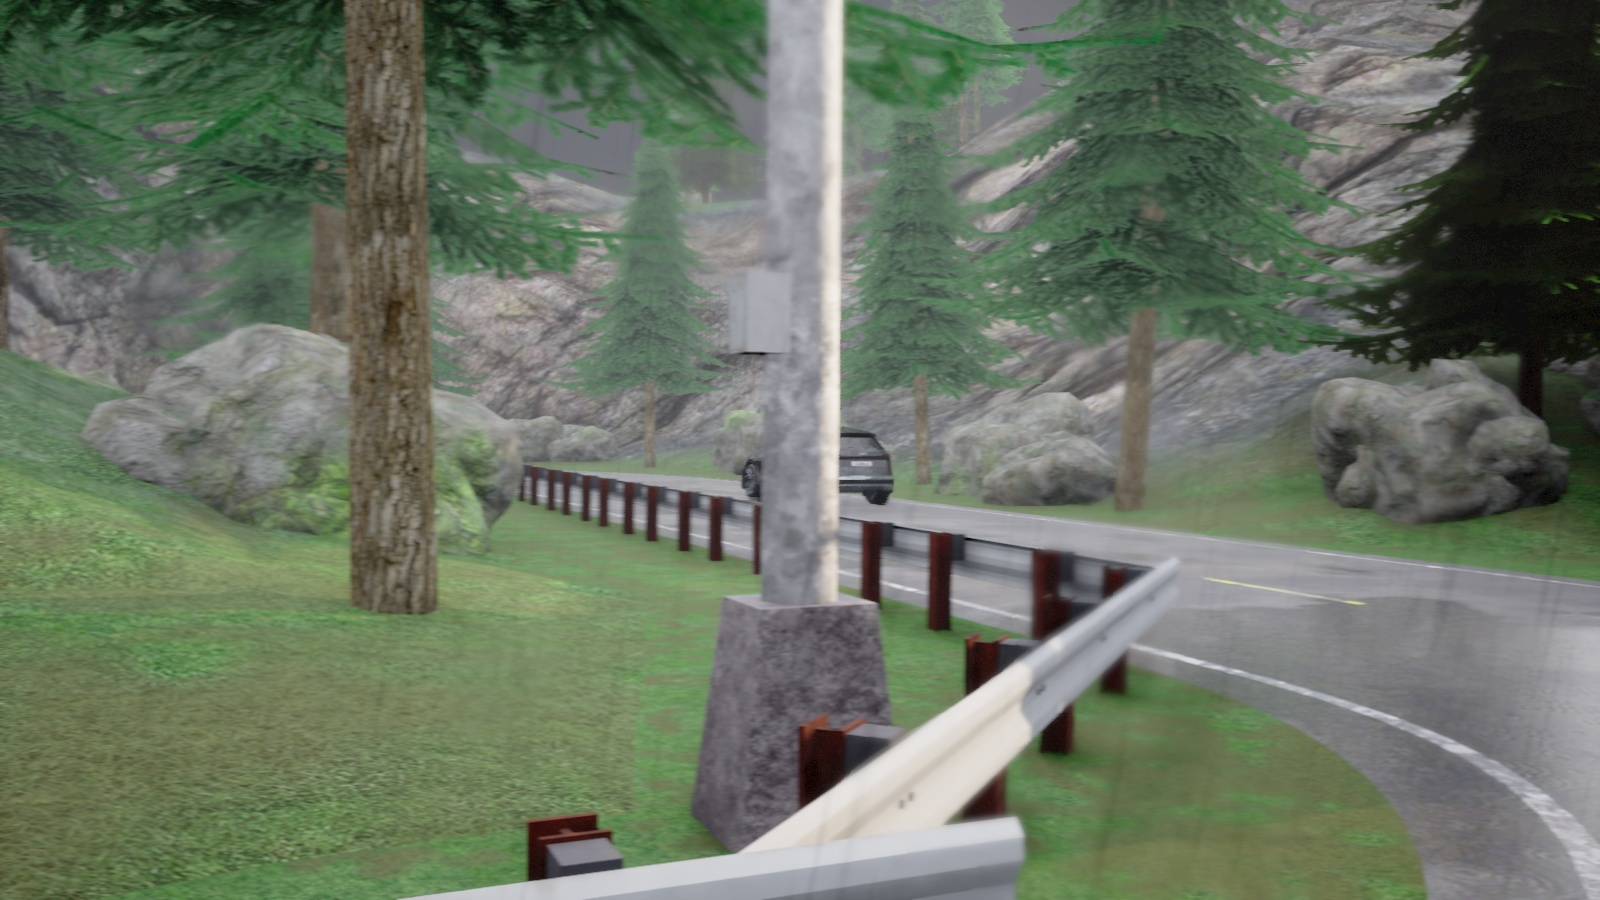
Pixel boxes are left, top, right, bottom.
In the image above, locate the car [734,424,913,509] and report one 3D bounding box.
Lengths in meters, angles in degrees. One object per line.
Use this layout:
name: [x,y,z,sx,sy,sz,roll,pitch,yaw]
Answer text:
car: [0.382,0.287,27.219,2.033,1.649,4.856,-1,1,-24]
